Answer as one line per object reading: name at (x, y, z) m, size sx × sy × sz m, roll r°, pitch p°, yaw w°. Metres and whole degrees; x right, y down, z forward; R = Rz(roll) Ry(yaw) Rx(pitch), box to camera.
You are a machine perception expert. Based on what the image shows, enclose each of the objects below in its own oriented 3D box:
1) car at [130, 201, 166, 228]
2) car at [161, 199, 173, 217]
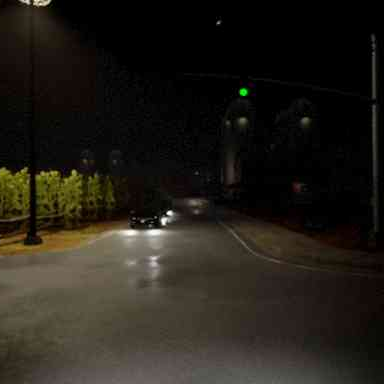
car at (-3.138, 1.626, 23.463) m, size 1.837 × 1.490 × 4.892 m, roll -1°, pitch 0°, yaw -1°
car at (-3.325, 1.709, 33.767) m, size 2.033 × 1.411 × 5.357 m, roll -1°, pitch 0°, yaw -2°
